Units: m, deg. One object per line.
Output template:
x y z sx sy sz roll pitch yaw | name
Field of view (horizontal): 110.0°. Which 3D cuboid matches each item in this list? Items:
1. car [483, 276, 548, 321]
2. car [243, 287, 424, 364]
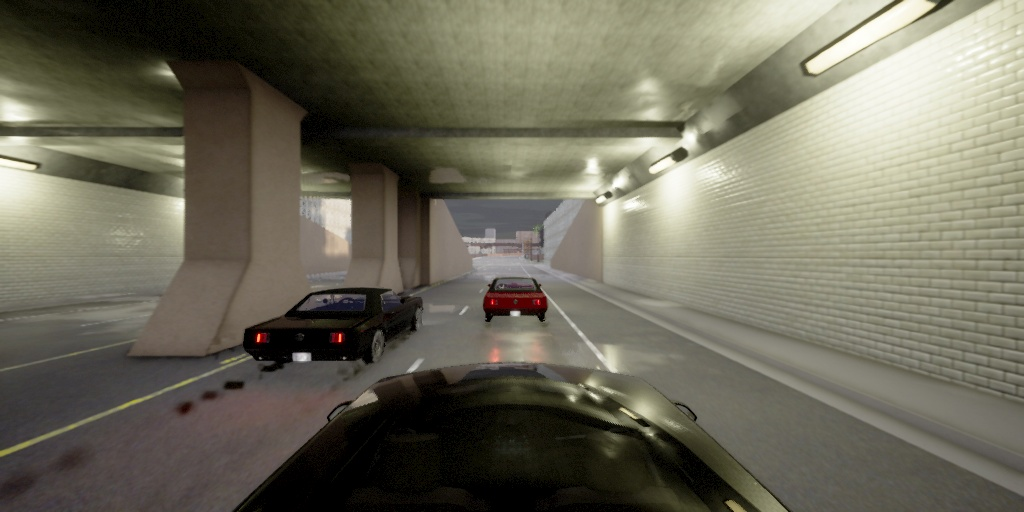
0.094 1.350 12.429 1.895 1.301 4.718 0 0 0 | car
-3.398 1.351 8.033 1.895 1.301 4.718 0 0 0 | car
